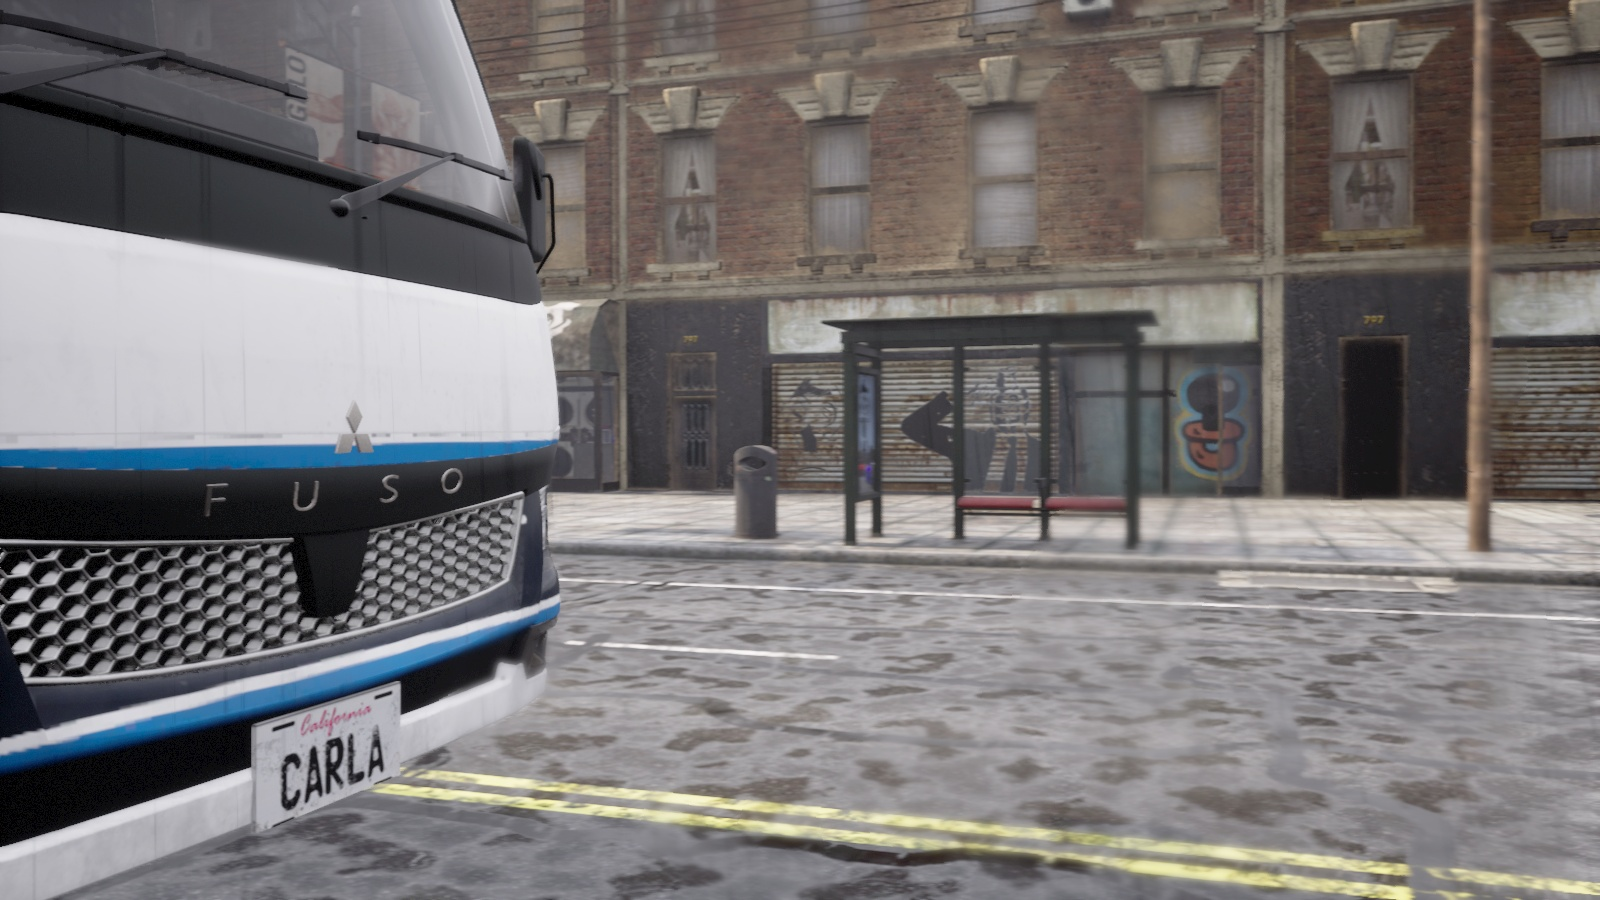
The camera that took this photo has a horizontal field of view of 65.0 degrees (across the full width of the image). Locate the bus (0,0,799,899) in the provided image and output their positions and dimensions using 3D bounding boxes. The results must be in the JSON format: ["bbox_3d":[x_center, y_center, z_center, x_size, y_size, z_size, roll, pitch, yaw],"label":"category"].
[{"bbox_3d":[-5.509,-0.651,5.024,10.273,4.253,3.944,1,1,19],"label":"bus"}]
